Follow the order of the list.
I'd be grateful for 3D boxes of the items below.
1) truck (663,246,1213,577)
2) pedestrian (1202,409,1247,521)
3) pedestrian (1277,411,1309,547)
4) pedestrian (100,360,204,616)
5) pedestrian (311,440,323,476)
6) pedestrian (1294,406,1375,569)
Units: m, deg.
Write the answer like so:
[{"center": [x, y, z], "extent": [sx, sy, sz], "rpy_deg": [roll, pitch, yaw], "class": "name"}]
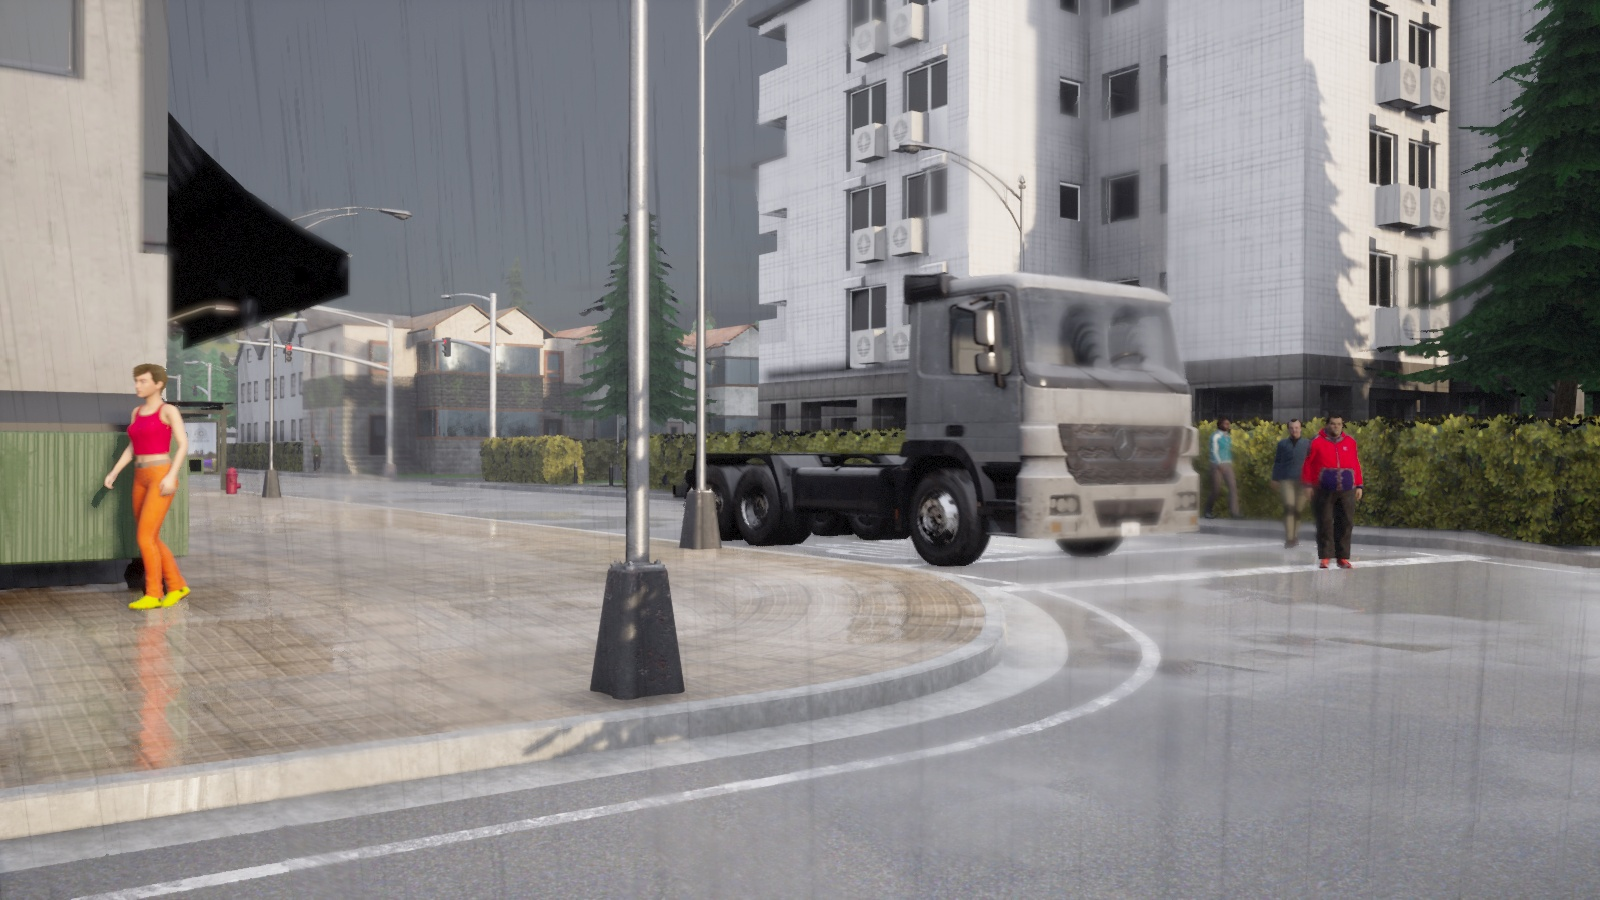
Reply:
[{"center": [1.369, -0.372, 17.185], "extent": [2.891, 3.462, 7.936], "rpy_deg": [0, 0, -36], "class": "truck"}, {"center": [7.428, 0.264, 21.990], "extent": [0.396, 1.930, 0.692], "rpy_deg": [0, 0, -23], "class": "pedestrian"}, {"center": [6.855, 0.394, 17.440], "extent": [0.402, 1.842, 0.726], "rpy_deg": [0, 0, 22], "class": "pedestrian"}, {"center": [-4.815, 0.271, 9.340], "extent": [0.345, 1.836, 0.594], "rpy_deg": [0, 0, 29], "class": "pedestrian"}, {"center": [-26.250, 0.448, 68.272], "extent": [0.423, 1.949, 0.788], "rpy_deg": [0, 0, -33], "class": "pedestrian"}, {"center": [6.221, 0.427, 14.647], "extent": [0.634, 1.844, 0.899], "rpy_deg": [0, 0, 6], "class": "pedestrian"}]
